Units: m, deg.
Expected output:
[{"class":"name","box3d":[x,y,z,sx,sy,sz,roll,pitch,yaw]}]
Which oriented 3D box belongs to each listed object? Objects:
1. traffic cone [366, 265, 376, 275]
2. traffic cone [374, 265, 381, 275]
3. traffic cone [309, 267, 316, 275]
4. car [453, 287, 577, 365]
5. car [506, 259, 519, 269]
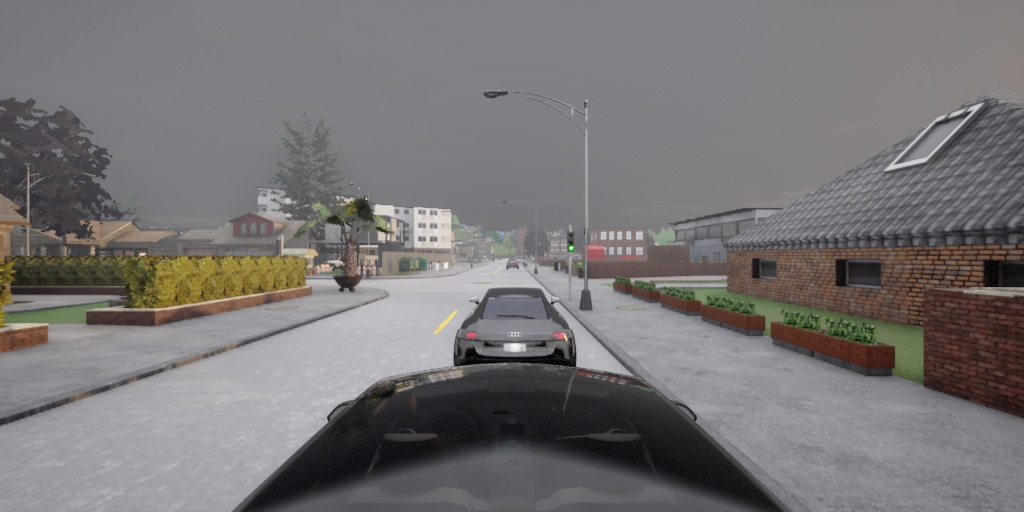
[{"class":"traffic cone","box3d":[-15.759,1.597,40.100,0.344,0.586,0.344,0,0,0]},{"class":"traffic cone","box3d":[-15.398,1.595,40.670,0.344,0.586,0.344,0,0,0]},{"class":"traffic cone","box3d":[-19.804,1.600,35.216,0.344,0.586,0.344,0,0,0]},{"class":"car","box3d":[0.058,1.319,7.287,1.994,1.385,4.181,0,0,0]},{"class":"car","box3d":[0.106,1.327,56.313,1.812,1.442,4.674,0,0,0]}]
